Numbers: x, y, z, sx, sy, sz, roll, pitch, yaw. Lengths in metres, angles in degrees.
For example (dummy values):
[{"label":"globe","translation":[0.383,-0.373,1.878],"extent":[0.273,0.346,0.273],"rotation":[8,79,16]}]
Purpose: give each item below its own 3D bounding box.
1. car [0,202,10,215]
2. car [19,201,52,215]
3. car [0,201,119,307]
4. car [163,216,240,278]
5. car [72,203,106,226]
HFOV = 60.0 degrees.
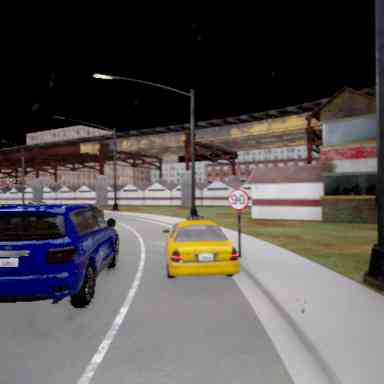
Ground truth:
[{"label":"car","translation":[-23.788,1.973,39.588],"extent":[4.674,1.442,1.812],"rotation":[-1,-1,36]},{"label":"car","translation":[-18.994,1.897,40.221],"extent":[4.892,1.490,1.837],"rotation":[-1,-1,41]},{"label":"car","translation":[-3.241,1.293,8.232],"extent":[2.150,2.045,5.566],"rotation":[0,0,-4]},{"label":"car","translation":[0.086,1.497,10.257],"extent":[1.801,1.575,5.366],"rotation":[-1,0,-5]},{"label":"car","translation":[-8.242,1.712,26.395],"extent":[1.837,1.490,4.892],"rotation":[0,0,-26]}]
